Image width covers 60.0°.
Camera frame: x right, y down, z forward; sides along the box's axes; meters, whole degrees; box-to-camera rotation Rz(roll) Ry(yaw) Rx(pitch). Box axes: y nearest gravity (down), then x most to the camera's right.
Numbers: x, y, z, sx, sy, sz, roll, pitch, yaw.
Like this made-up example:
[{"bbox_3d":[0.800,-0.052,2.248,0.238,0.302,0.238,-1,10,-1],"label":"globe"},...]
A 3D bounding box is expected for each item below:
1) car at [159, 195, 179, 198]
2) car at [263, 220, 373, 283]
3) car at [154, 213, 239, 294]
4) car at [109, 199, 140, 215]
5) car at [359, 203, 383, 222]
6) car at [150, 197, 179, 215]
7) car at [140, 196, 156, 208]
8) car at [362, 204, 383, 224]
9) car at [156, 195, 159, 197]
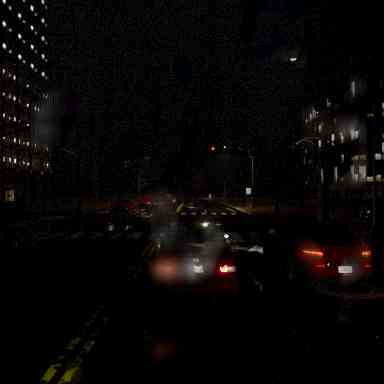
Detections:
[{"bbox_3d":[-3.450,1.299,50.694,2.097,1.767,4.553,0,0,0],"label":"car"},{"bbox_3d":[3.330,1.522,9.537,1.812,1.442,4.674,0,0,0],"label":"car"},{"bbox_3d":[0.081,1.544,8.951,2.033,1.411,5.357,0,0,0],"label":"car"},{"bbox_3d":[-6.662,1.426,32.365,1.882,1.535,5.008,0,-1,0],"label":"car"},{"bbox_3d":[16.065,1.617,26.841,4.181,1.385,1.994,0,0,1],"label":"car"},{"bbox_3d":[-2.904,1.519,34.239,2.033,1.411,5.357,0,0,-9],"label":"car"},{"bbox_3d":[-6.696,1.431,47.702,1.882,1.535,5.008,0,0,0],"label":"car"},{"bbox_3d":[14.876,1.567,23.688,4.902,1.511,2.128,0,1,2],"label":"car"},{"bbox_3d":[-6.716,1.437,67.540,1.812,1.442,4.674,0,0,0],"label":"car"}]
